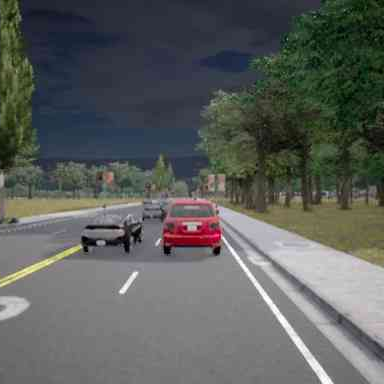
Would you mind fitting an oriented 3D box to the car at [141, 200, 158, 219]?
[{"bbox_3d":[-3.235,1.780,29.302,2.128,1.511,4.902,0,0,0],"label":"car"}]

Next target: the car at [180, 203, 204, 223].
[{"bbox_3d":[0.017,1.767,29.470,1.882,1.535,5.008,0,0,0],"label":"car"}]

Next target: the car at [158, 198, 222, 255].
[{"bbox_3d":[0.006,1.350,14.021,2.150,2.045,5.566,0,0,0],"label":"car"}]

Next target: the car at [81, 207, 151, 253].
[{"bbox_3d":[-3.241,1.629,14.300,2.128,1.511,4.902,0,0,0],"label":"car"}]

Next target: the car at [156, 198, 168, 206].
[{"bbox_3d":[-6.474,2.113,71.836,2.097,1.767,4.553,0,-1,0],"label":"car"}]

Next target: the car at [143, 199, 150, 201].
[{"bbox_3d":[-9.724,2.298,71.804,2.033,1.411,5.357,0,-1,0],"label":"car"}]
